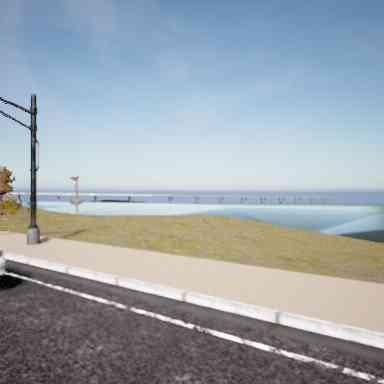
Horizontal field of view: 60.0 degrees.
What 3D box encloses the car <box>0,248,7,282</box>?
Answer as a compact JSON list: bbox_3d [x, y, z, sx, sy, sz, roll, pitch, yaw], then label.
[{"bbox_3d":[-6.372,1.527,8.226,4.674,1.442,1.812,0,0,36],"label":"car"}]
